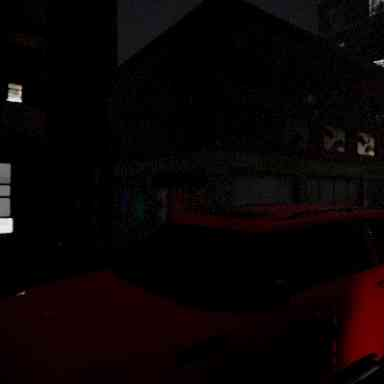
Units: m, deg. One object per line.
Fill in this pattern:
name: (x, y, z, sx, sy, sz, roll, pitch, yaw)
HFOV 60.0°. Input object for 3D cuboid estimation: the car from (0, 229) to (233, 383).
car: (-1.650, 1.535, 5.369, 4.507, 1.381, 1.887, 0, 1, -35)

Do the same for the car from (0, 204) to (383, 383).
car: (0.621, 1.206, 3.820, 5.566, 2.045, 2.150, 0, 0, -35)

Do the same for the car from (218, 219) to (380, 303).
car: (2.885, 1.540, 8.603, 4.206, 1.307, 1.802, 0, 1, -35)
